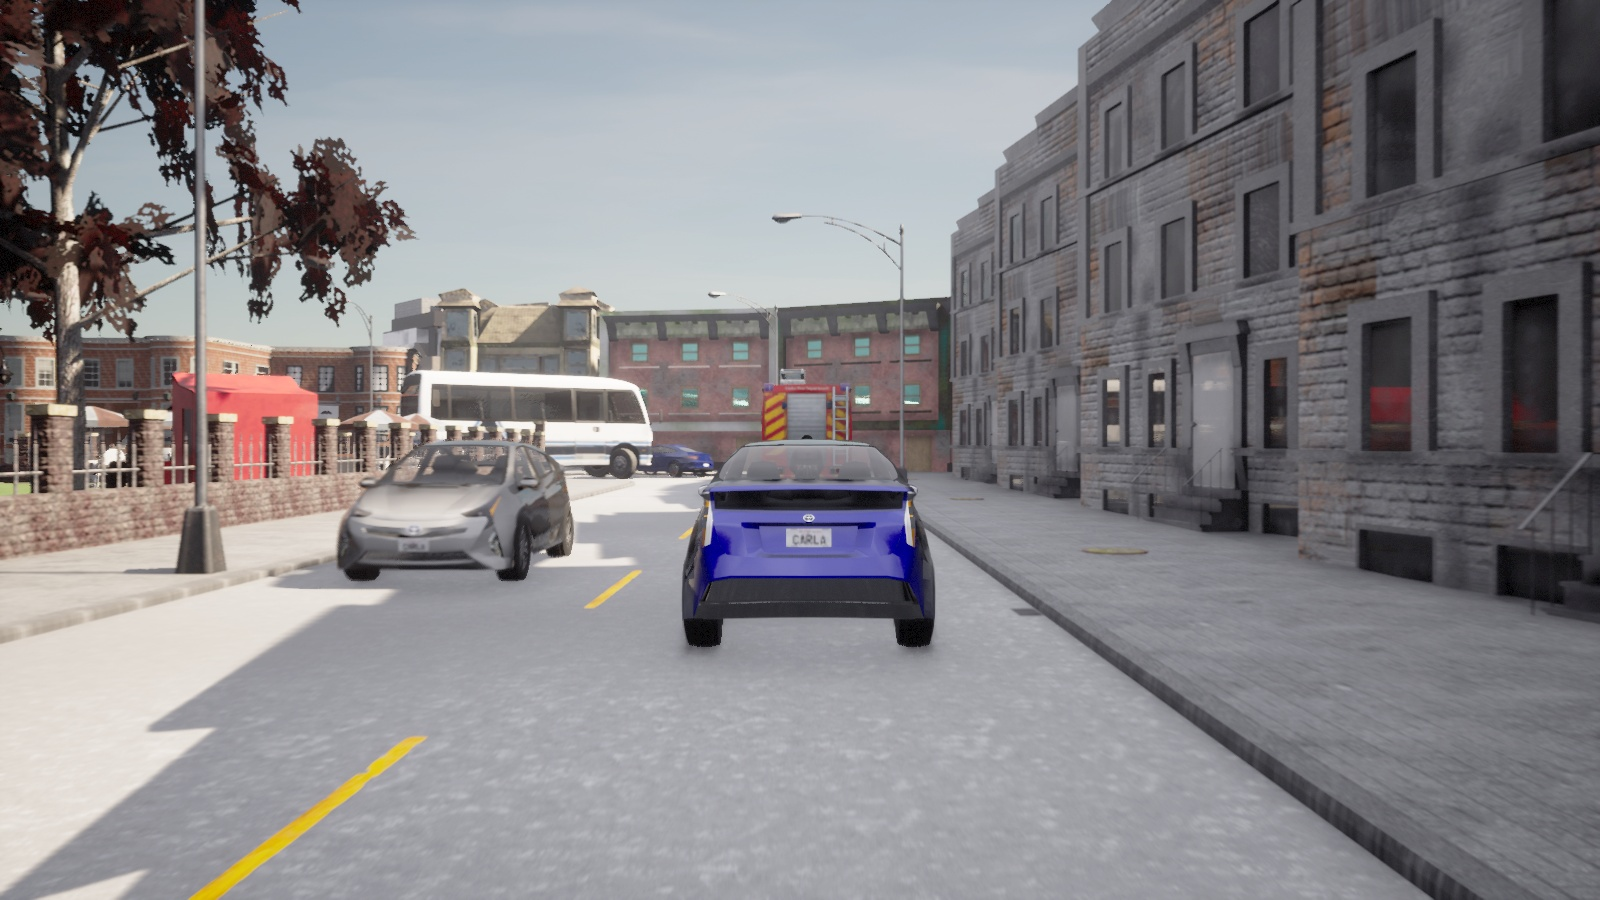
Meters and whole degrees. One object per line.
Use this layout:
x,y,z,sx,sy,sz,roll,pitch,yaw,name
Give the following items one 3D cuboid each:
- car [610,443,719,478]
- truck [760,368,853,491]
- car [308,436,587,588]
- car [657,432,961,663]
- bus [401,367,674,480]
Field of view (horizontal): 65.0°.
-5.981,0.463,55.217,4.674,1.442,1.812,1,-2,35,car
0.228,-0.662,43.380,2.891,3.827,8.468,0,0,0,truck
-3.911,0.607,14.817,2.007,1.525,4.514,0,0,0,car
0.068,0.634,10.550,2.007,1.525,4.514,0,0,0,car
-10.704,-0.984,51.830,10.273,4.253,3.944,0,0,-32,bus
